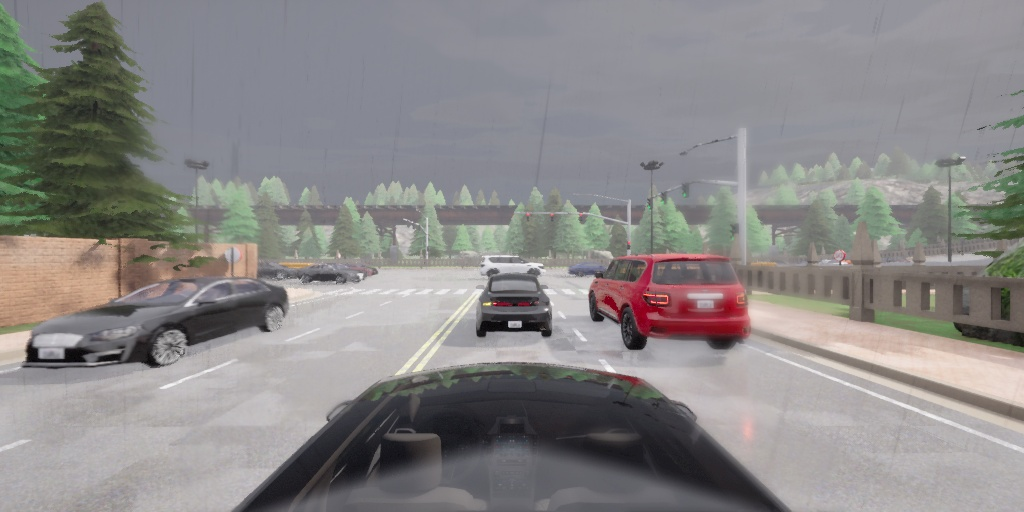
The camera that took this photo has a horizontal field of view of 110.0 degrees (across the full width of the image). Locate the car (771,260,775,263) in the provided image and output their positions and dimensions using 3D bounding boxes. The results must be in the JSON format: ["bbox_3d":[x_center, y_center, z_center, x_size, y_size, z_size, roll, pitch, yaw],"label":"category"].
[{"bbox_3d":[29.228,1.242,44.585,4.902,1.511,2.128,0,0,0],"label":"car"}]

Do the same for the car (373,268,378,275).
[{"bbox_3d":[-14.896,1.314,33.786,4.181,1.385,1.994,0,0,0],"label":"car"}]

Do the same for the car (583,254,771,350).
[{"bbox_3d":[3.516,0.971,9.196,2.150,2.045,5.566,0,0,0],"label":"car"}]

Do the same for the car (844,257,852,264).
[{"bbox_3d":[39.210,1.183,44.638,4.674,1.442,1.812,-1,0,0],"label":"car"}]

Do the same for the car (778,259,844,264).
[{"bbox_3d":[34.171,1.287,41.111,5.357,1.411,2.033,0,0,0],"label":"car"}]

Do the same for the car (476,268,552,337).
[{"bbox_3d":[0.019,1.255,10.296,1.837,1.490,4.892,0,0,-1],"label":"car"}]

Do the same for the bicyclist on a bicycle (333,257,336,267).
[{"bbox_3d":[-27.422,1.051,55.746,0.582,1.620,1.656,0,0,0],"label":"bicyclist on a bicycle"}]

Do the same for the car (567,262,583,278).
[{"bbox_3d":[7.596,1.276,33.831,4.674,1.442,1.812,0,0,0],"label":"car"}]

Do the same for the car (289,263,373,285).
[{"bbox_3d":[-12.938,1.242,25.733,4.902,1.511,2.128,0,0,15],"label":"car"}]

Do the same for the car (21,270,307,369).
[{"bbox_3d":[-7.104,1.241,7.983,2.128,1.511,4.902,0,0,0],"label":"car"}]

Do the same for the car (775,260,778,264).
[{"bbox_3d":[34.745,1.240,48.111,4.892,1.490,1.837,0,0,0],"label":"car"}]

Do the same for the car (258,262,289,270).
[{"bbox_3d":[-20.445,1.255,30.277,4.892,1.490,1.837,0,0,0],"label":"car"}]

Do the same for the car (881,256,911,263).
[{"bbox_3d":[42.803,0.891,41.153,4.553,1.767,2.097,-2,0,0],"label":"car"}]

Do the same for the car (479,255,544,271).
[{"bbox_3d":[0.010,0.971,30.316,5.566,2.045,2.150,0,0,0],"label":"car"}]
